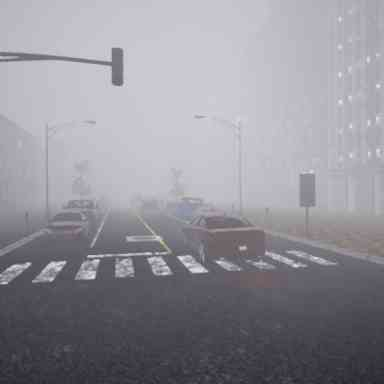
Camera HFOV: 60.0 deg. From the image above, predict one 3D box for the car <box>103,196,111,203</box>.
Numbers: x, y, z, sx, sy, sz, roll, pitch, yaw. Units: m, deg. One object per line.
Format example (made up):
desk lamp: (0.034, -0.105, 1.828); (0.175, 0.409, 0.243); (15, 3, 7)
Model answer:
car: (-19.268, 1.702, 75.381); (1.752, 1.417, 4.829); (0, 0, -13)

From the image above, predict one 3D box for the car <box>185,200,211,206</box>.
car: (1.038, 1.548, 23.405); (1.752, 1.417, 4.829); (0, 0, -13)

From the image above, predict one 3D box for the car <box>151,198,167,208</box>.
car: (-5.028, 1.648, 50.316); (1.947, 1.339, 4.313); (0, 0, -13)

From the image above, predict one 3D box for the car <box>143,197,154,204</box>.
car: (-8.726, 1.644, 66.727); (1.752, 1.417, 4.829); (0, 0, -13)

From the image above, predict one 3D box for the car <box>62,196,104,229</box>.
car: (-7.099, 1.371, 21.395); (2.192, 1.841, 5.009); (0, 0, -13)

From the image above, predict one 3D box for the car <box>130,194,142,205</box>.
car: (-10.390, 1.339, 62.308); (2.150, 2.045, 5.566); (0, 0, -13)

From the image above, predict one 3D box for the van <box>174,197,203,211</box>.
van: (-0.145, 1.375, 28.656); (1.690, 1.788, 3.998); (0, 0, -13)

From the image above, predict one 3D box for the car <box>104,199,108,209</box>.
car: (-9.541, 1.630, 32.225); (2.008, 1.369, 4.403); (0, 0, -13)

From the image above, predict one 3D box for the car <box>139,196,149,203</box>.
car: (-11.131, 1.709, 77.391); (1.947, 1.339, 4.313); (0, 0, -13)

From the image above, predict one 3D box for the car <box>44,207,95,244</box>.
car: (-5.879, 1.626, 15.979); (1.802, 1.307, 4.206); (0, 0, -13)

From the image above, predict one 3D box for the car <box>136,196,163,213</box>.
car: (-5.010, 1.559, 38.434); (2.128, 1.511, 4.902); (0, 0, -13)

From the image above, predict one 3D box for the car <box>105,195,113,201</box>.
car: (-22.967, 1.656, 91.792); (1.967, 1.590, 4.097); (0, 0, -13)

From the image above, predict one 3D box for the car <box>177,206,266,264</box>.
car: (0.928, 1.487, 12.094); (1.882, 1.535, 5.008); (0, 0, -13)

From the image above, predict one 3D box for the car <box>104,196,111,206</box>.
car: (-13.165, 1.641, 48.305); (1.752, 1.417, 4.829); (0, 0, -13)

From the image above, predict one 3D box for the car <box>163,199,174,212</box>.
car: (-2.587, 1.609, 39.485); (2.008, 1.369, 4.403); (0, 0, -13)

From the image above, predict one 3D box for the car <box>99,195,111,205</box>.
car: (-16.864, 1.467, 64.716); (2.192, 1.841, 5.009); (0, 0, -13)

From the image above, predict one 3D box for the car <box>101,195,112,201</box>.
car: (-15.644, 1.691, 59.301); (2.008, 1.369, 4.403); (0, 0, -13)
